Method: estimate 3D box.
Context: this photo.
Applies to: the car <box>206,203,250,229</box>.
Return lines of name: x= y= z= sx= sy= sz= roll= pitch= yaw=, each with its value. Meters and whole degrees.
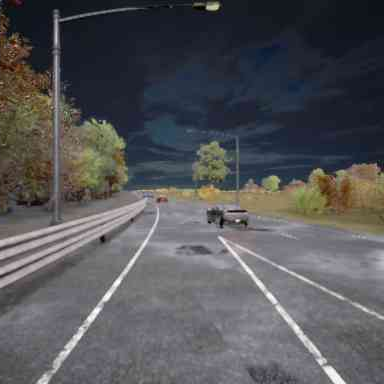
car: x=2.205 y=1.471 z=21.636 sx=2.128 sy=1.511 sz=4.902 roll=0 pitch=0 yaw=-11

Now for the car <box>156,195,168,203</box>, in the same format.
car: x=-5.835 y=1.299 z=64.291 sx=1.882 sy=1.535 sz=5.008 roll=0 pitch=0 yaw=-11
